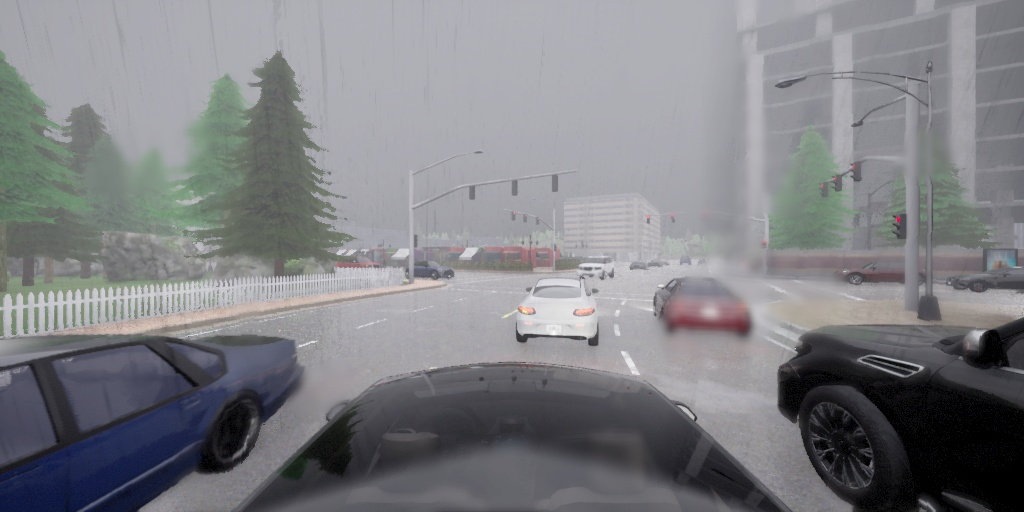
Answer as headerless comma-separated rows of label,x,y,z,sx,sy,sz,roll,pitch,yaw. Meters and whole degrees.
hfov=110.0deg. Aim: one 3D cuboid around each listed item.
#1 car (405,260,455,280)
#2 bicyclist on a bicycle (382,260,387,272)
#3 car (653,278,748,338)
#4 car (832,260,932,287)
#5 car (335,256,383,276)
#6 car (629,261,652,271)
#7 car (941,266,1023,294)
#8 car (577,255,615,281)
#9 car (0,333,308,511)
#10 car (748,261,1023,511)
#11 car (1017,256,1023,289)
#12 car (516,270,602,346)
car,-7.321,1.157,31.939,4.553,1.767,2.097,0,0,30
bicyclist on a bicycle,-15.735,1.258,44.274,0.582,1.620,1.656,0,0,-23
car,5.296,1.314,10.419,1.994,1.385,4.181,0,0,17
car,25.914,1.157,25.388,4.553,1.767,2.097,0,0,30
car,-15.663,1.027,36.674,5.566,2.045,2.150,0,0,30
car,17.615,1.314,49.700,1.994,1.385,4.181,0,0,29
car,28.002,1.331,20.154,4.674,1.442,1.812,0,0,29
car,7.489,1.014,31.552,2.150,2.045,5.566,0,0,29
car,-3.524,1.297,2.097,2.033,1.411,5.357,0,0,2
car,3.737,0.971,1.190,2.150,2.045,5.566,0,0,0
car,34.251,1.027,20.657,5.566,2.045,2.150,0,0,30
car,1.275,1.276,9.412,1.812,1.442,4.674,0,0,11
